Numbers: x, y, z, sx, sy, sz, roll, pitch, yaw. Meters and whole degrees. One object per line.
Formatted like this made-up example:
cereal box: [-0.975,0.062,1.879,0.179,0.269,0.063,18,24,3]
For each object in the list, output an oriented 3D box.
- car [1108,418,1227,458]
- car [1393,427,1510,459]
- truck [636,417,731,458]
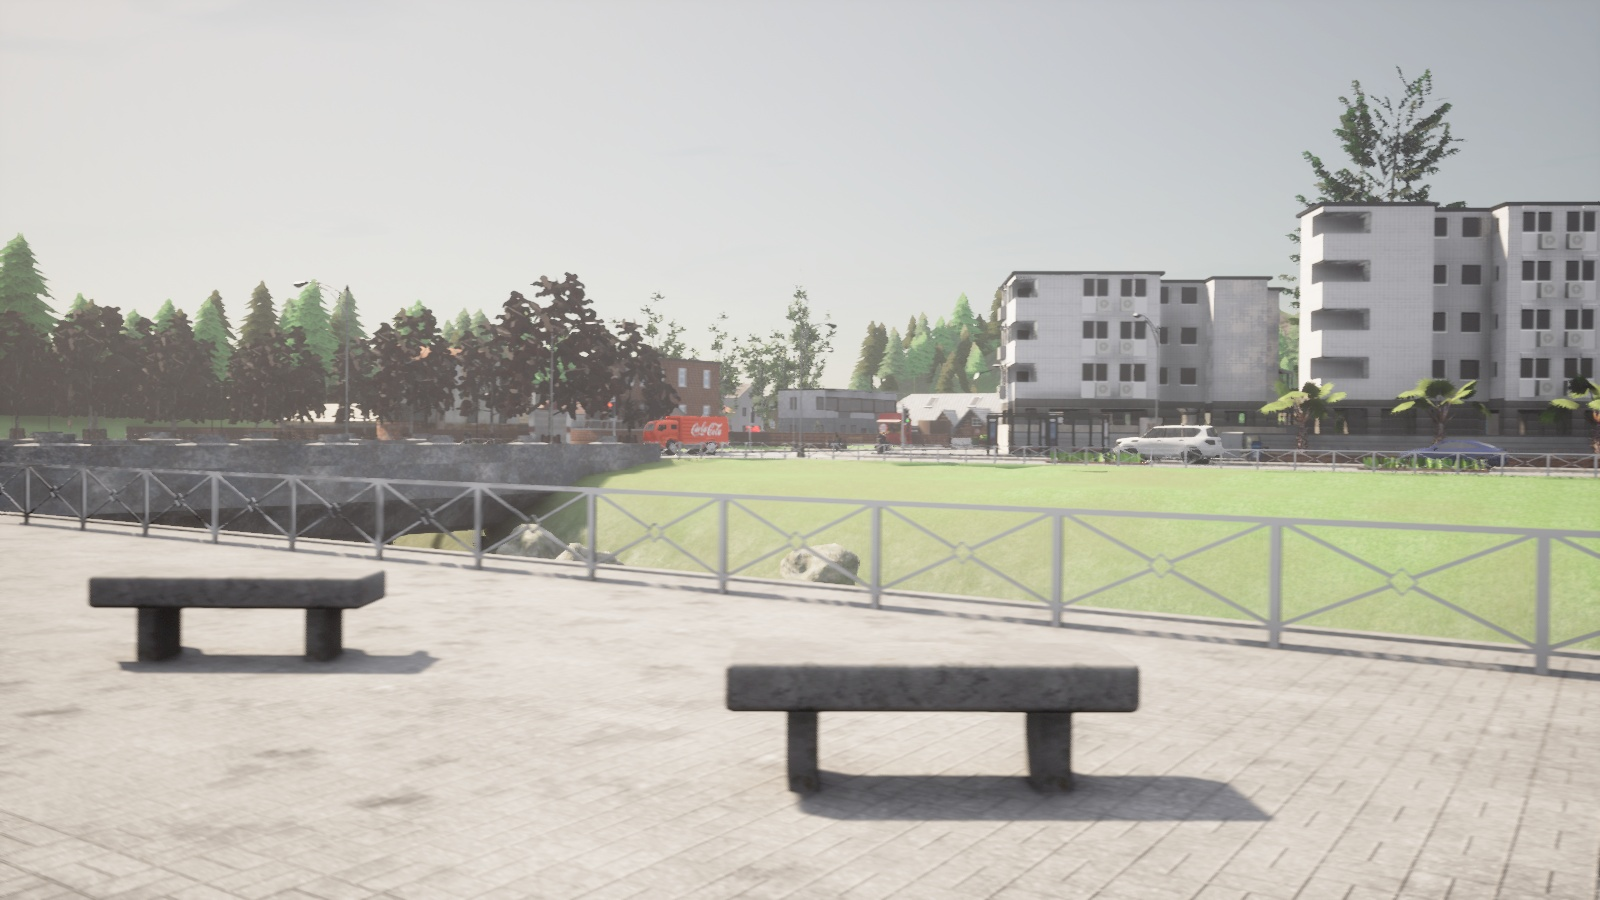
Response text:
car: [19.182,-0.618,65.561,5.566,2.045,2.150,0,1,34]
car: [30.196,-0.311,58.246,4.674,1.442,1.812,0,1,34]
truck: [-7.259,-0.762,78.467,5.204,2.467,2.627,-1,1,-35]
